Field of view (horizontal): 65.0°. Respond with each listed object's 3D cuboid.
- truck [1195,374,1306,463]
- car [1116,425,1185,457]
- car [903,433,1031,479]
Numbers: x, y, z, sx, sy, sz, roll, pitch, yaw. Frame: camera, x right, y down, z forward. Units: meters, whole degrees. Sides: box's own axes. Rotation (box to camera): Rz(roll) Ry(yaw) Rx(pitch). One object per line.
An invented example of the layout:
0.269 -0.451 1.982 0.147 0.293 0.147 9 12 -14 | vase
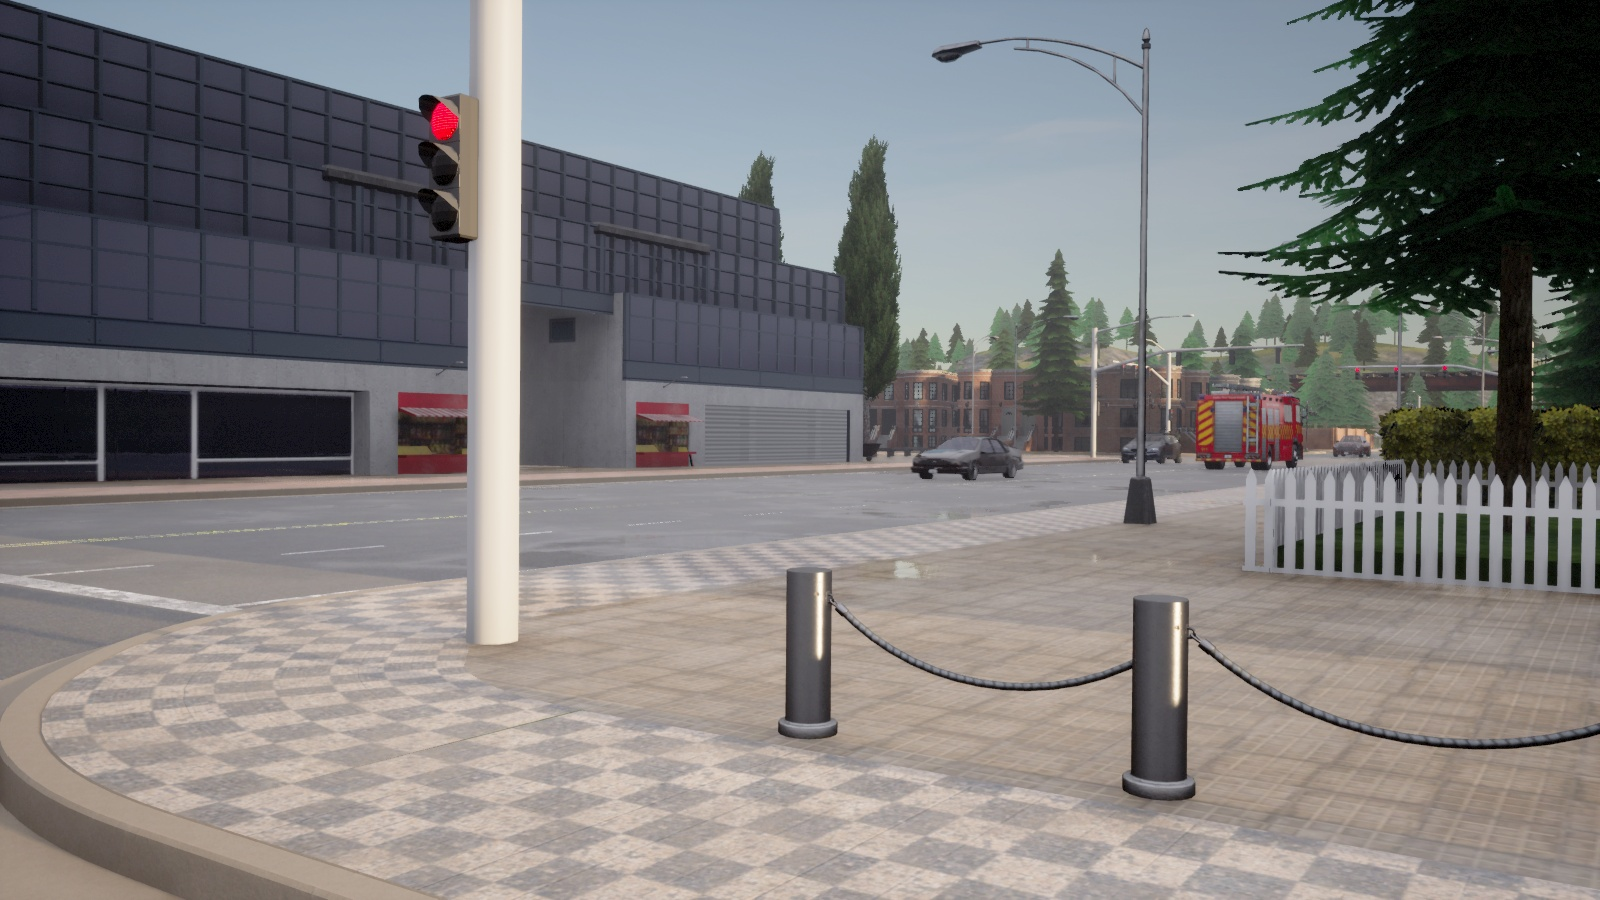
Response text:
21.085 -1.422 58.443 2.891 3.827 8.468 0 1 34 | truck
19.000 -0.524 67.923 2.242 1.667 4.611 0 1 34 | car
5.620 0.160 41.599 2.033 1.411 5.357 0 1 34 | car
